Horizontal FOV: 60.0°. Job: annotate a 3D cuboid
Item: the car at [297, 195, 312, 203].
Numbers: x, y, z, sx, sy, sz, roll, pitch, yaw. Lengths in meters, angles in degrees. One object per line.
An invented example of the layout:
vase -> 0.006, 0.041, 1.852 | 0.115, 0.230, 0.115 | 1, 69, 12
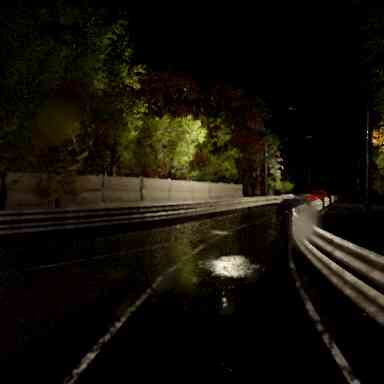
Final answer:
car -> 19.774, 1.173, 58.173 | 1.895, 1.301, 4.718 | 1, 0, 27

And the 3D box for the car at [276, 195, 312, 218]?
car -> 8.058, 1.252, 26.524 | 1.882, 1.535, 5.008 | 1, 1, 26

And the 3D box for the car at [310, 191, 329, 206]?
car -> 17.472, 0.859, 45.729 | 2.150, 2.045, 5.566 | 1, 0, 26
